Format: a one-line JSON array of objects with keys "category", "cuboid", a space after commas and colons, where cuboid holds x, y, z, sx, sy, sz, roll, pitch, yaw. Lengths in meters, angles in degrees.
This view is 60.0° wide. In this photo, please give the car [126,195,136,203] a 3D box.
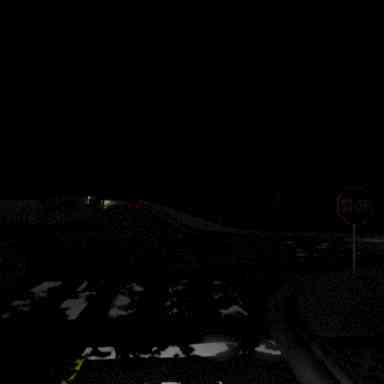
[{"category": "car", "cuboid": [-13.067, 1.449, 71.287, 1.837, 1.490, 4.892, 0, 0, -12]}]

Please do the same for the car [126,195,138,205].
[{"category": "car", "cuboid": [-10.887, 1.538, 61.096, 1.882, 1.535, 5.008, 0, 0, -12]}]
